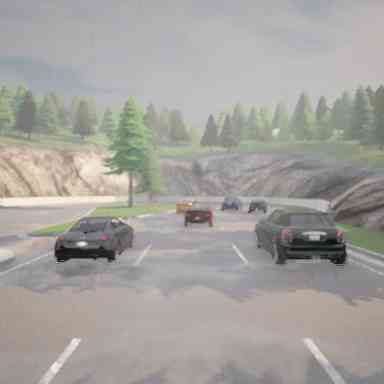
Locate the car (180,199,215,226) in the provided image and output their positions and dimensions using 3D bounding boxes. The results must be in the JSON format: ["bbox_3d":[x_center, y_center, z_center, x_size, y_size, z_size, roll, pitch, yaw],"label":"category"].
[{"bbox_3d":[0.594,1.508,23.637,1.882,1.535,5.008,0,0,5],"label":"car"}]

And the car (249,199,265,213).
[{"bbox_3d":[7.405,1.552,36.936,1.837,1.490,4.892,0,0,16],"label":"car"}]

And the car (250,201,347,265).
[{"bbox_3d":[3.614,1.367,11.895,2.097,1.767,4.553,0,0,0],"label":"car"}]

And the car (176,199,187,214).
[{"bbox_3d":[-0.194,1.524,35.787,1.882,1.535,5.008,0,0,16],"label":"car"}]

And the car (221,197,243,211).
[{"bbox_3d":[5.053,1.407,41.423,2.097,1.767,4.553,0,0,16],"label":"car"}]

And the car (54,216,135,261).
[{"bbox_3d":[-3.384,1.580,12.271,1.994,1.385,4.181,0,0,0],"label":"car"}]
